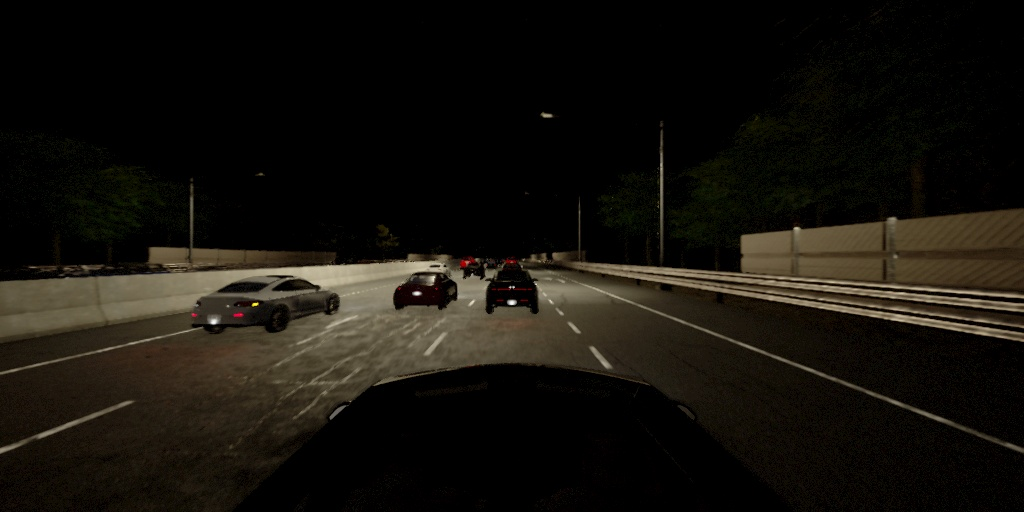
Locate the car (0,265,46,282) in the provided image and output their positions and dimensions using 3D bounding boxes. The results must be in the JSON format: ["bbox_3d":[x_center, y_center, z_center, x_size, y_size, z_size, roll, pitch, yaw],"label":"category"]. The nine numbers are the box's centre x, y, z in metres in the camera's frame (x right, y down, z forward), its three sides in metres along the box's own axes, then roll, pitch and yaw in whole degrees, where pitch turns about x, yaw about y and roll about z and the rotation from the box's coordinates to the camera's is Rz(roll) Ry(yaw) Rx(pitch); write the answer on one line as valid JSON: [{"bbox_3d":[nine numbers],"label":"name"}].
[{"bbox_3d":[-24.587,1.309,19.864,2.128,1.511,4.902,0,0,0],"label":"car"}]

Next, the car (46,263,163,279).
[{"bbox_3d":[-21.088,1.168,19.389,2.097,1.767,4.553,0,0,0],"label":"car"}]

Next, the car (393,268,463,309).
[{"bbox_3d":[-3.501,1.360,15.221,1.994,1.385,4.181,0,0,0],"label":"car"}]

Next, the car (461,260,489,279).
[{"bbox_3d":[-3.503,1.403,34.125,1.837,1.490,4.892,0,0,0],"label":"car"}]

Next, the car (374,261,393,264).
[{"bbox_3d":[-21.016,1.586,60.539,1.994,1.385,4.181,0,0,0],"label":"car"}]

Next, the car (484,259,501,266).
[{"bbox_3d":[-3.503,1.575,62.178,2.033,1.411,5.357,0,0,0],"label":"car"}]

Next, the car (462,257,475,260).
[{"bbox_3d":[-7.000,1.235,58.243,2.150,2.045,5.566,0,0,0],"label":"car"}]

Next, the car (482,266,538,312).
[{"bbox_3d":[-0.001,1.299,14.335,1.837,1.490,4.892,0,0,0],"label":"car"}]

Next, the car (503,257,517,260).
[{"bbox_3d":[-0.003,1.257,64.244,2.150,2.045,5.566,0,0,0],"label":"car"}]

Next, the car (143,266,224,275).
[{"bbox_3d":[-17.588,1.384,20.251,1.994,1.385,4.181,0,0,0],"label":"car"}]

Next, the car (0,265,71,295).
[{"bbox_3d":[-28.087,1.294,19.540,1.882,1.535,5.008,0,0,0],"label":"car"}]

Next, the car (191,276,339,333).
[{"bbox_3d":[-7.000,1.305,10.732,1.812,1.442,4.674,0,0,0],"label":"car"}]

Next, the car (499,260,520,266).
[{"bbox_3d":[0.000,1.375,34.136,1.882,1.535,5.008,0,0,0],"label":"car"}]

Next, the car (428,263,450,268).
[{"bbox_3d":[-7.000,1.423,34.120,1.812,1.442,4.674,0,0,0],"label":"car"}]
